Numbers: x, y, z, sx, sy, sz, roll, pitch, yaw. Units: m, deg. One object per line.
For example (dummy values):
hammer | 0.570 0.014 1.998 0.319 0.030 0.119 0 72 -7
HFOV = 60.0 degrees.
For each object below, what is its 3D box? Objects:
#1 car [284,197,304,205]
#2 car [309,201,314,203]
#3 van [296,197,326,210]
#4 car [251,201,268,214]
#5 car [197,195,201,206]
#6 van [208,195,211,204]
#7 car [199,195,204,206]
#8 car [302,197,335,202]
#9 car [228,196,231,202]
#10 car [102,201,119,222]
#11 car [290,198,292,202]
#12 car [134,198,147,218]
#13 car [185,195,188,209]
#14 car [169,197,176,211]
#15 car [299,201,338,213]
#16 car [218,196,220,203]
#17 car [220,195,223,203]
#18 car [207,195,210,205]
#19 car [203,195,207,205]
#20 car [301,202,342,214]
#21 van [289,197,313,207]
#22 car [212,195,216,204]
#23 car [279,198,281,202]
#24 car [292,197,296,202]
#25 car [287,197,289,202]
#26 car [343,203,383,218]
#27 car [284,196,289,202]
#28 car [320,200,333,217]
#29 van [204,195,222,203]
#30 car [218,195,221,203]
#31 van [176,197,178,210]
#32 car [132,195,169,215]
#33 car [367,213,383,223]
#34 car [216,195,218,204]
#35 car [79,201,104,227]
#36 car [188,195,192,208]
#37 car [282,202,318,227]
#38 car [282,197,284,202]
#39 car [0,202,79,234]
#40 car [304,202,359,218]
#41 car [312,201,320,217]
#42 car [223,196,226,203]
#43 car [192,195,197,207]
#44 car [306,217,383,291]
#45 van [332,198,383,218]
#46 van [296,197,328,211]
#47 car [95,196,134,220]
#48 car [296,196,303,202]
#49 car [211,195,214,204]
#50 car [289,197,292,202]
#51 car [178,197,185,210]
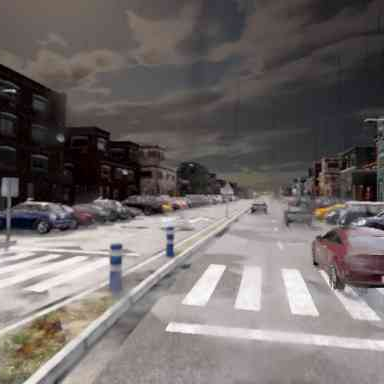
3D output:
car | 25.578 2.243 83.382 4.553 1.767 2.185 1 -1 13
car | 14.129 1.912 31.838 4.892 1.521 2.231 1 0 13
van | 19.076 1.831 53.514 4.442 1.987 1.878 1 0 13
car | 8.334 1.859 41.091 2.128 1.511 4.902 1 0 13
car | -1.578 1.748 54.130 4.892 1.521 2.231 1 0 13
van | 0.952 1.621 64.993 4.442 1.987 1.878 1 0 13
car | -0.980 1.771 56.822 4.892 1.521 2.231 1 0 13
car | 14.759 1.676 34.545 5.566 2.045 2.435 1 0 13
car | 7.559 2.199 94.463 5.366 1.575 1.946 1 -1 13
car | -8.157 1.578 24.518 4.674 1.452 2.002 1 0 13
car | 19.587 2.119 56.374 4.674 1.452 2.002 1 0 13
car | -6.969 1.584 29.909 4.892 1.521 2.231 1 0 13
car | -3.405 1.560 46.064 4.553 1.767 2.185 1 0 13
car | -4.989 1.633 37.942 5.366 1.575 1.946 1 0 13
car | 17.142 2.034 45.402 4.674 1.452 2.002 1 0 13
car | 3.167 1.987 75.669 4.792 1.488 2.163 1 0 13
car | 4.386 2.021 81.047 5.008 1.535 2.097 1 0 13
car | 0.215 1.819 62.203 4.892 1.521 2.231 1 0 13
car | -0.382 1.795 59.513 4.892 1.521 2.231 1 0 13
car | 16.551 2.016 42.753 4.674 1.452 2.002 1 0 13
van | 21.871 1.953 67.127 4.442 1.987 1.878 1 0 13
car | 1.821 1.893 70.321 5.366 1.575 1.946 1 0 13
car | 27.415 2.478 91.510 5.008 1.535 2.097 1 -1 13
car | 17.781 1.762 48.109 5.566 2.045 2.435 1 0 13
car | 20.766 2.128 61.677 4.892 1.521 2.231 1 0 13
car | 11.131 1.693 18.264 4.553 1.767 2.185 1 0 13
car | 21.353 1.901 64.398 5.566 2.045 2.435 1 0 13
car | 12.946 1.755 26.408 4.553 1.767 2.185 1 0 13
van | 5.476 1.863 86.456 4.442 1.987 1.878 1 -1 13
car | 3.791 2.029 78.354 4.674 1.452 2.002 1 0 13
van | -4.454 1.426 40.649 4.442 1.987 1.878 1 0 13
car | -5.791 1.365 35.297 5.566 2.045 2.435 1 0 13
car | 9.887 1.786 12.971 4.792 1.488 2.163 1 0 13
car | 2.605 1.929 72.969 4.892 1.521 2.231 1 0 13
car | -8.761 1.515 21.830 5.008 1.535 2.097 1 0 13
car | -2.807 1.579 48.755 4.553 1.767 2.185 1 0 13
car | 8.046 1.817 25.717 2.128 1.511 4.902 1 0 12
car | 23.166 1.987 72.533 5.566 2.045 2.435 1 0 13
car | -9.322 1.361 19.126 4.553 1.767 2.185 1 0 13
car | 15.513 1.941 37.224 5.366 1.575 1.946 1 0 13
car | 13.540 1.896 29.250 5.008 1.535 2.097 1 0 13
car | 4.965 1.803 83.745 5.566 2.045 2.435 1 0 13
car | -2.149 1.600 51.434 4.553 1.767 2.185 1 0 13
car | 4.546 1.683 9.196 1.812 1.442 4.674 1 0 10
van | 11.621 1.618 21.135 4.442 1.987 1.878 1 0 13
van | 18.244 1.805 50.854 4.442 1.987 1.878 1 0 13
car | -7.529 1.437 27.205 4.553 1.767 2.185 1 0 13
car | 15.940 1.708 40.106 5.566 2.045 2.435 1 0 13
car | 1.406 1.911 67.587 4.674 1.452 2.002 1 0 13
car | 20.138 2.131 58.970 4.792 1.488 2.163 1 0 13
car | -3.979 1.668 43.367 5.008 1.535 2.097 1 0 13
